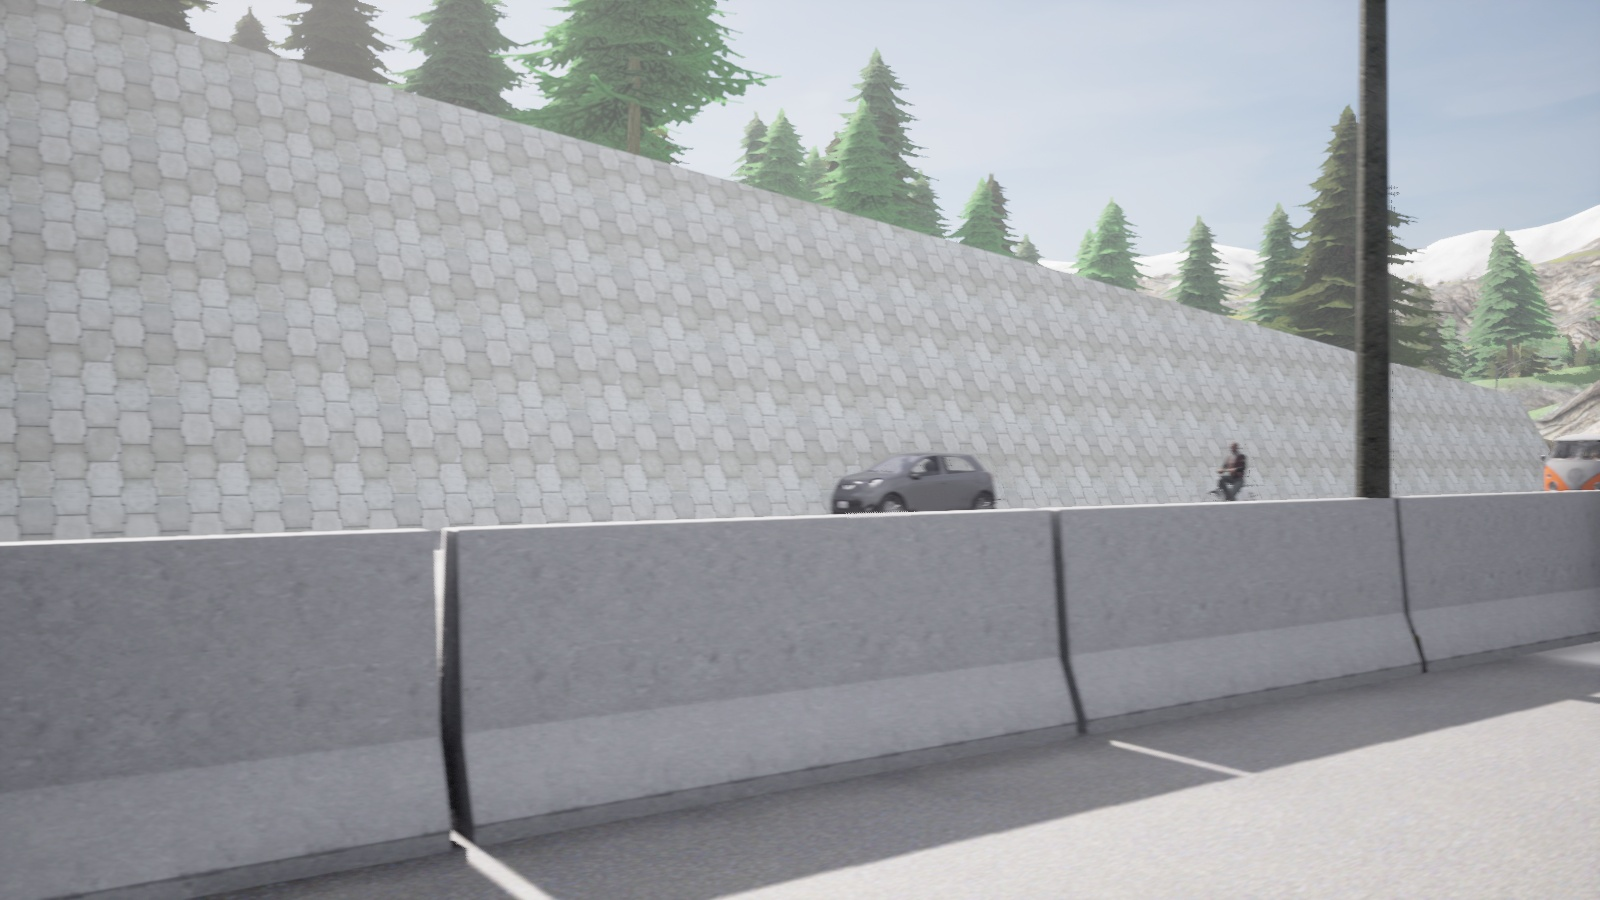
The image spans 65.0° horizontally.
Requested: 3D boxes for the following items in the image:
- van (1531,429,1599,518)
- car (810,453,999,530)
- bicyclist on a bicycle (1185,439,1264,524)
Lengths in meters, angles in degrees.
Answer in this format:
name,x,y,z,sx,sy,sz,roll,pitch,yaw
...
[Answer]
name,x,y,z,sx,sy,sz,roll,pitch,yaw
van,19.484,0.531,30.014,4.442,1.987,1.775,0,0,-35
car,2.238,0.819,26.538,3.633,1.501,1.845,0,0,-35
bicyclist on a bicycle,9.165,0.662,27.096,1.843,1.776,0.659,0,0,-35
